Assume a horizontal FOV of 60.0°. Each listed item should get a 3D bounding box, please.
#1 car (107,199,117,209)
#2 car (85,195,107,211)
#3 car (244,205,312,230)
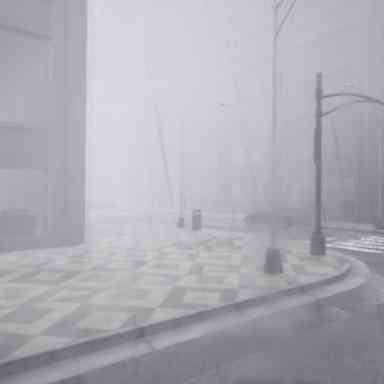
[{"bbox_3d":[-12.042,1.618,45.623,2.033,1.411,5.357,1,-1,-35],"label":"car"},{"bbox_3d":[-12.788,1.525,41.316,2.128,1.511,4.902,1,-1,-35],"label":"car"},{"bbox_3d":[5.379,1.561,21.251,1.812,1.442,4.674,1,-1,-36],"label":"car"}]
